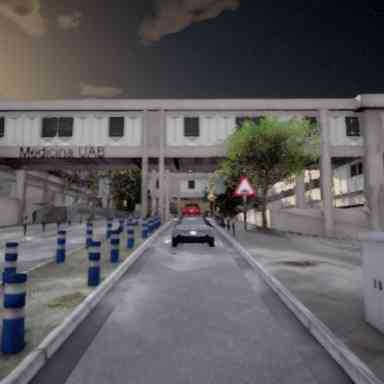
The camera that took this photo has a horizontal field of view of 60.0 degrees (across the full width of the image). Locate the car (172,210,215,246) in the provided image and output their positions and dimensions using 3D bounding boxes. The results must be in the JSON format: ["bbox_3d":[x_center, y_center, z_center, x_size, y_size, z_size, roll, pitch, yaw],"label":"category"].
[{"bbox_3d":[0.047,1.797,16.418,1.994,1.385,4.181,0,-1,0],"label":"car"}]

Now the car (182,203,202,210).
[{"bbox_3d":[-0.032,2.372,39.684,2.150,2.045,5.566,0,-3,0],"label":"car"}]
